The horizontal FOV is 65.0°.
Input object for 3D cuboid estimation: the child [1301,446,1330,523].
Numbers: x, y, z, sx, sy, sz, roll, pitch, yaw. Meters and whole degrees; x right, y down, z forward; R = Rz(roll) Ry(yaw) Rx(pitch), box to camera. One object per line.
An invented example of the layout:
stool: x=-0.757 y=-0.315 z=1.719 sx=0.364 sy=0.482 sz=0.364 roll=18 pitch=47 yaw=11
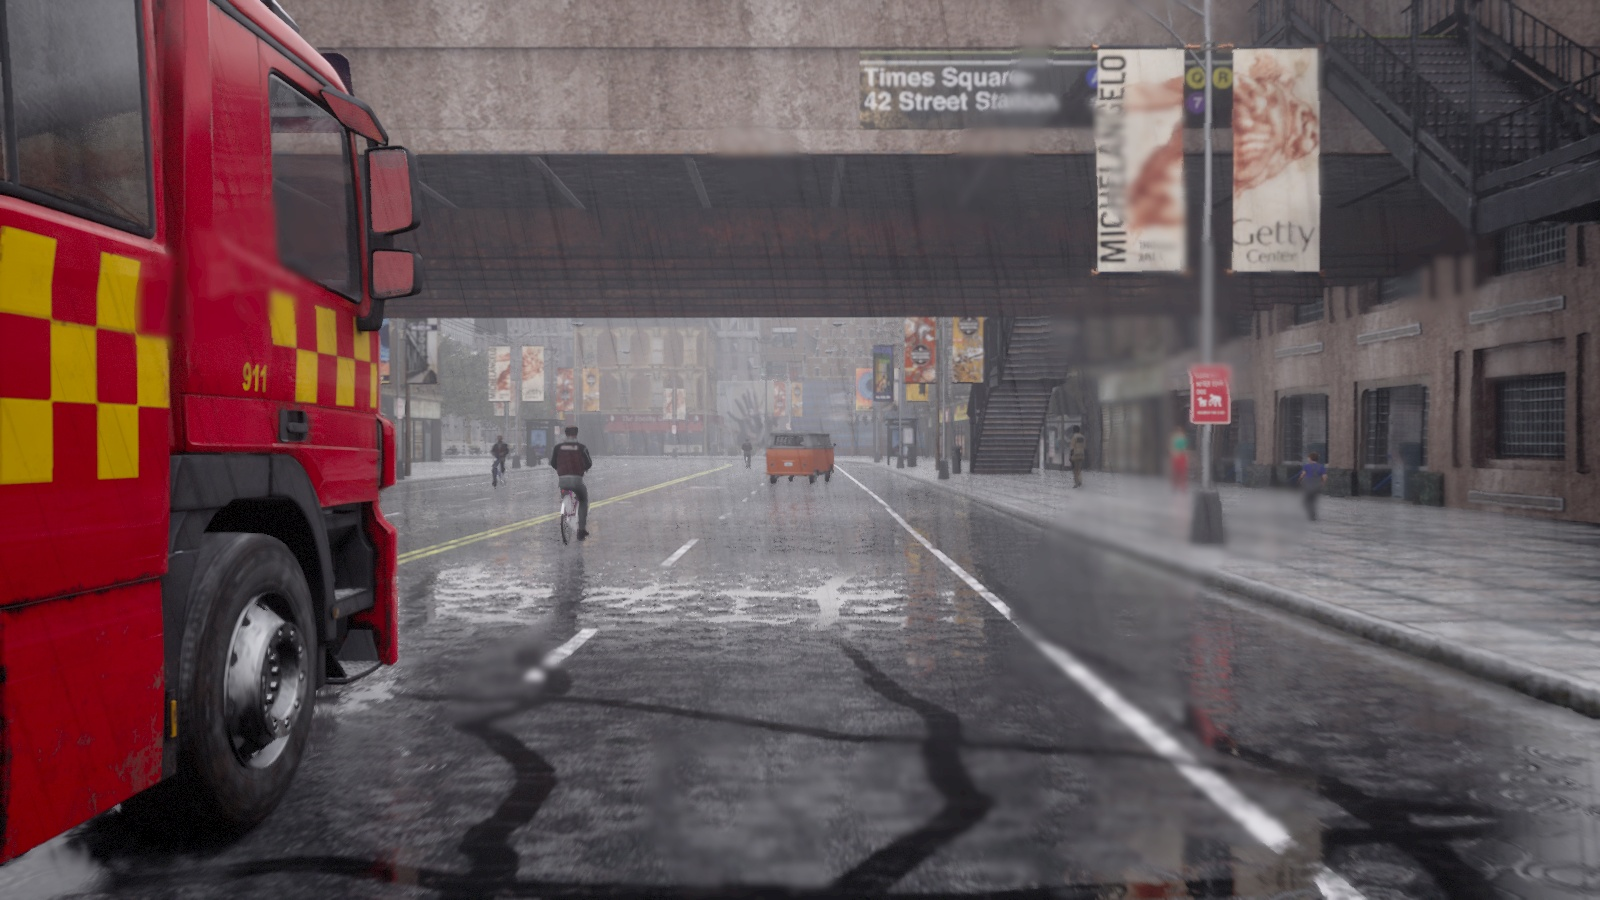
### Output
child: x=8.610 y=0.571 z=20.982 sx=0.270 sy=1.263 sz=0.437 roll=0 pitch=0 yaw=-5

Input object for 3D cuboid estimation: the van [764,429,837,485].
van: x=0.082 y=0.233 z=47.035 sx=1.775 sy=1.987 sz=4.442 roll=0 pitch=0 yaw=13

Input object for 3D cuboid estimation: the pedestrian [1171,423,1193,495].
pedestrian: x=9.739 y=0.230 z=32.026 sx=0.345 sy=1.836 sz=0.594 roll=0 pitch=0 yaw=-1

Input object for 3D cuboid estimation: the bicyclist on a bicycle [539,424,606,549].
bicyclist on a bicycle: x=-3.368 y=0.508 z=18.745 sx=0.659 sy=1.776 sz=1.843 roll=0 pitch=1 yaw=0

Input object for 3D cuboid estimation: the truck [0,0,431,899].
truck: x=-3.469 y=-0.435 z=2.579 sx=2.891 sy=3.827 sz=8.468 roll=0 pitch=0 yaw=0

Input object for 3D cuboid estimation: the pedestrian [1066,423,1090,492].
pedestrian: x=7.852 y=0.209 z=35.482 sx=0.396 sy=1.930 sz=0.692 roll=0 pitch=0 yaw=-13
